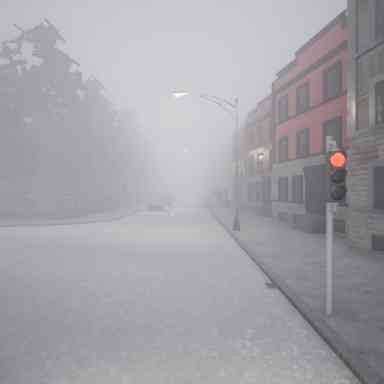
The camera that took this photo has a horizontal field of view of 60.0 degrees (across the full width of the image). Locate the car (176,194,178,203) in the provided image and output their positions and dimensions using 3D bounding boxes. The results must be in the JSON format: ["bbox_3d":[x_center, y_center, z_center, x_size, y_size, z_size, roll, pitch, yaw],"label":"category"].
[{"bbox_3d":[-4.036,1.218,67.244,2.150,2.045,5.566,0,0,0],"label":"car"}]

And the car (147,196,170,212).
[{"bbox_3d":[-4.121,1.547,39.391,2.033,1.411,5.357,0,0,0],"label":"car"}]

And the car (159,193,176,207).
[{"bbox_3d":[-4.121,1.222,50.804,2.150,2.045,5.566,0,0,0],"label":"car"}]
